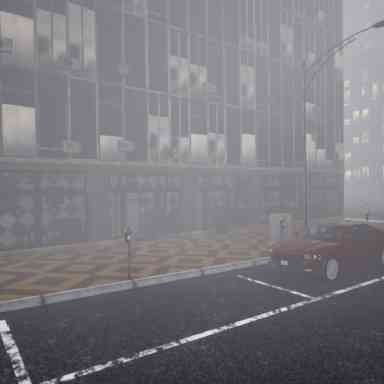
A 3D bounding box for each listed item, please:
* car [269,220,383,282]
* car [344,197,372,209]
[{"bbox_3d":[4.154,1.542,9.716,4.507,1.381,1.887,0,-1,-36],"label":"car"},{"bbox_3d":[18.692,1.276,39.597,1.752,1.417,4.829,-1,1,-35],"label":"car"}]
